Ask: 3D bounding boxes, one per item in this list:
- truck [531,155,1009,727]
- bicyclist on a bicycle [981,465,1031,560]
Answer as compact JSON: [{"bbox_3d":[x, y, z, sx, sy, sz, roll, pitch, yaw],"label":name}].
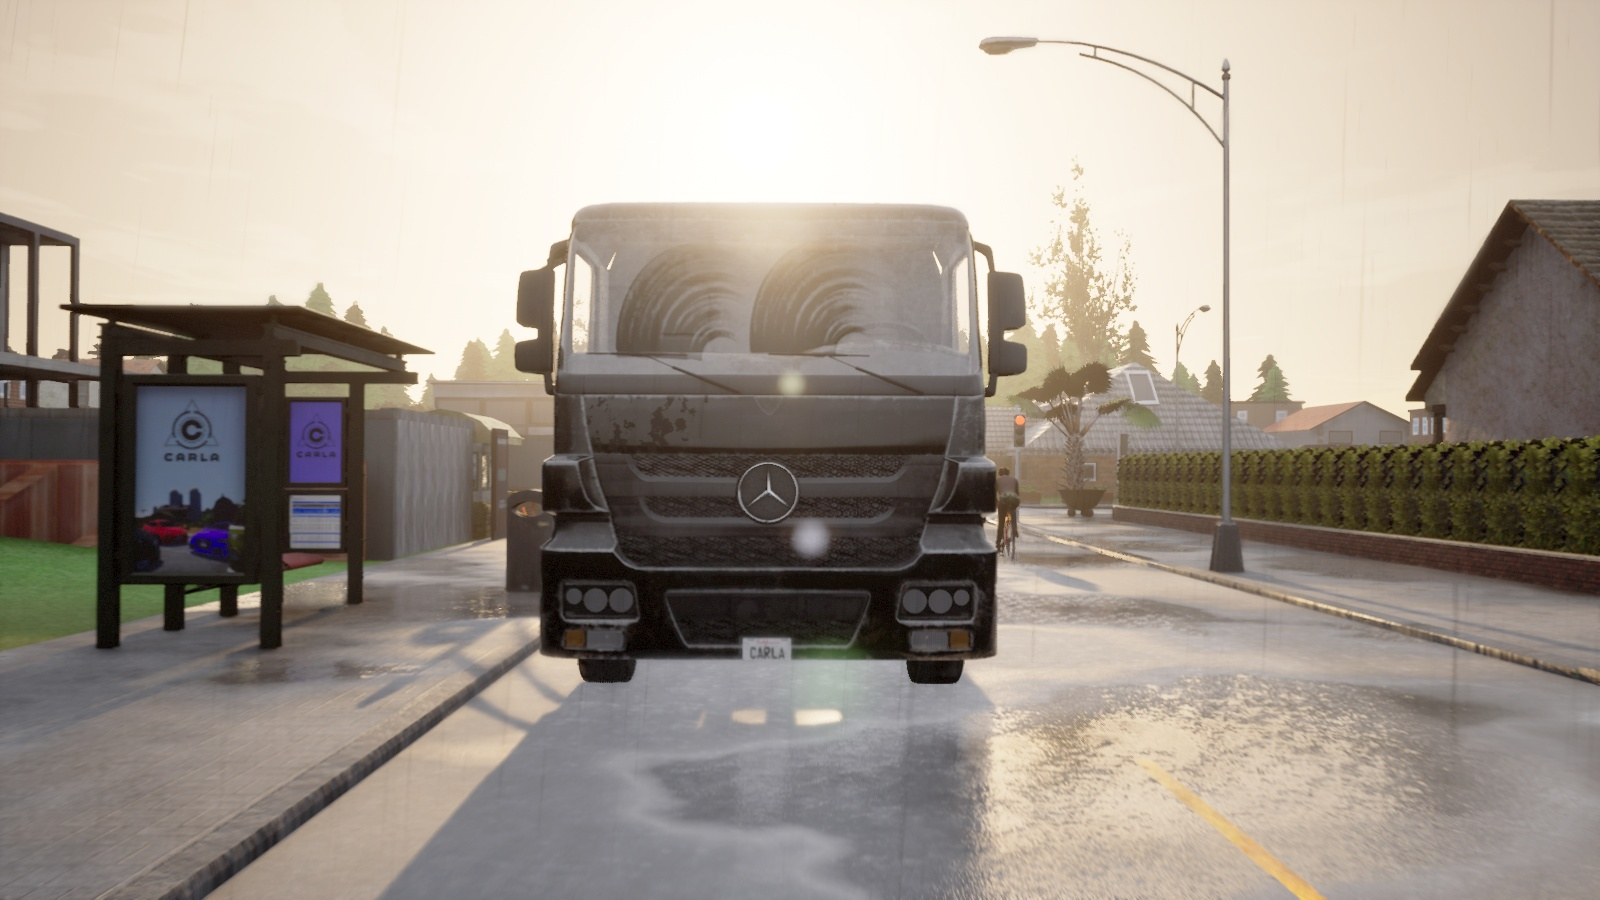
[{"bbox_3d":[-0.209,0.008,11.591,2.891,3.462,7.936,0,-1,0],"label":"truck"},{"bbox_3d":[3.633,1.087,22.265,0.582,1.620,1.656,0,-1,-1],"label":"bicyclist on a bicycle"}]
